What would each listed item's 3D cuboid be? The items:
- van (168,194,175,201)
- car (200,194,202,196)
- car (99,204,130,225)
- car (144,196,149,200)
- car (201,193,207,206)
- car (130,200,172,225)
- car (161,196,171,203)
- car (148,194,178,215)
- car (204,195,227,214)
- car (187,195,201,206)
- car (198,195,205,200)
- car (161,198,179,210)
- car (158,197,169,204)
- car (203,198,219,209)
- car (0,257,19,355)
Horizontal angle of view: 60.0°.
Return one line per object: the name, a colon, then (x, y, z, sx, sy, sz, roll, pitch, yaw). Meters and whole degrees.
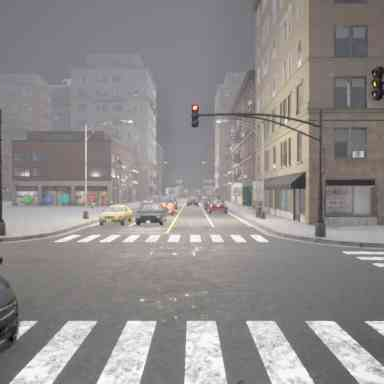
van: (-5.359, 1.349, 86.328, 1.690, 1.788, 3.998, 0, 0, 0)
car: (2.660, 1.555, 69.339, 2.008, 1.369, 4.403, 0, 0, 0)
car: (-5.381, 1.526, 23.877, 1.752, 1.417, 4.829, 0, 0, 0)
car: (-5.375, 1.553, 41.033, 2.008, 1.369, 4.403, 0, 0, 0)
car: (2.650, 1.317, 41.030, 2.192, 1.841, 5.009, 0, 0, 0)
car: (-2.841, 1.548, 24.159, 2.033, 1.411, 5.357, 0, 0, 0)
car: (-5.365, 1.530, 69.173, 1.752, 1.417, 4.829, 0, 0, 0)
car: (-2.841, 1.353, 33.808, 2.097, 1.767, 4.553, 0, 0, 0)
car: (2.648, 1.441, 35.368, 1.967, 1.590, 4.097, 0, 0, 0)
car: (0.120, 1.604, 54.253, 1.895, 1.301, 4.718, 0, 0, 0)
car: (2.668, 1.575, 91.987, 1.947, 1.339, 4.313, 0, 0, 0)
car: (-2.831, 1.550, 44.216, 2.033, 1.411, 5.357, 0, 0, 0)
car: (-5.367, 1.586, 63.681, 1.802, 1.307, 4.206, 0, 0, 0)
car: (2.652, 1.568, 46.692, 1.947, 1.339, 4.313, 0, 0, 0)
car: (-4.405, 1.472, 5.427, 1.882, 1.535, 5.008, 1, -1, -43)
